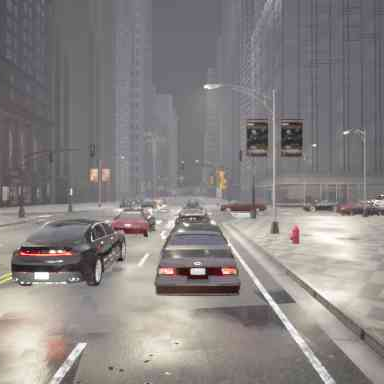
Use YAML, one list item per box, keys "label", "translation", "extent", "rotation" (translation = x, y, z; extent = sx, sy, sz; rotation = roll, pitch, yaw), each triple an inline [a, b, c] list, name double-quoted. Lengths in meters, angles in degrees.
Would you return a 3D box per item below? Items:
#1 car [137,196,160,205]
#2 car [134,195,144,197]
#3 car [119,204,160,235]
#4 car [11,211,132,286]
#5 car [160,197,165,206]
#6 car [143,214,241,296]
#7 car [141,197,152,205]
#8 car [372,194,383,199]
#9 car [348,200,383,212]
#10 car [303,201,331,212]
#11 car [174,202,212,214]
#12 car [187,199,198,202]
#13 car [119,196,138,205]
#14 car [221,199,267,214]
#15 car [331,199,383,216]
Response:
- label: "car"
  translation: [-6.559, 1.775, 50.886]
  extent: [2.033, 1.411, 5.357]
  rotation: [0, 0, 0]
- label: "car"
  translation: [-9.775, 1.518, 60.794]
  extent: [2.150, 2.045, 5.566]
  rotation: [0, 0, 0]
- label: "car"
  translation: [-3.138, 1.600, 18.293]
  extent: [1.994, 1.385, 4.181]
  rotation: [0, 0, 0]
- label: "car"
  translation: [-3.144, 1.515, 9.392]
  extent: [1.837, 1.490, 4.892]
  rotation: [0, 0, 0]
- label: "car"
  translation: [-6.528, 1.644, 60.168]
  extent: [2.097, 1.767, 4.553]
  rotation: [0, 0, 0]
- label: "car"
  translation: [0.112, 1.557, 8.806]
  extent: [2.033, 1.411, 5.357]
  rotation: [0, 0, 0]
- label: "car"
  translation: [-9.701, 1.901, 71.141]
  extent: [1.812, 1.442, 4.674]
  rotation: [0, 0, 0]
- label: "car"
  translation: [21.016, 1.266, 36.121]
  extent: [5.566, 2.045, 2.150]
  rotation: [0, -1, -1]
- label: "car"
  translation: [20.852, 1.641, 38.873]
  extent: [4.313, 1.339, 1.947]
  rotation: [0, 0, -1]
- label: "car"
  translation: [15.212, 1.660, 38.789]
  extent: [4.313, 1.339, 1.947]
  rotation: [0, 0, -1]
- label: "car"
  translation: [0.059, 1.542, 18.545]
  extent: [1.837, 1.490, 4.892]
  rotation: [0, 0, 1]
- label: "car"
  translation: [0.143, 1.847, 58.900]
  extent: [1.994, 1.385, 4.181]
  rotation: [0, 0, 0]
- label: "car"
  translation: [-9.840, 1.731, 50.775]
  extent: [1.837, 1.490, 4.892]
  rotation: [0, 0, -2]
- label: "car"
  translation: [5.665, 1.583, 36.674]
  extent: [5.008, 1.535, 1.882]
  rotation: [0, 0, 10]
- label: "car"
  translation: [15.336, 1.576, 30.266]
  extent: [4.206, 1.307, 1.802]
  rotation: [0, 0, -1]
